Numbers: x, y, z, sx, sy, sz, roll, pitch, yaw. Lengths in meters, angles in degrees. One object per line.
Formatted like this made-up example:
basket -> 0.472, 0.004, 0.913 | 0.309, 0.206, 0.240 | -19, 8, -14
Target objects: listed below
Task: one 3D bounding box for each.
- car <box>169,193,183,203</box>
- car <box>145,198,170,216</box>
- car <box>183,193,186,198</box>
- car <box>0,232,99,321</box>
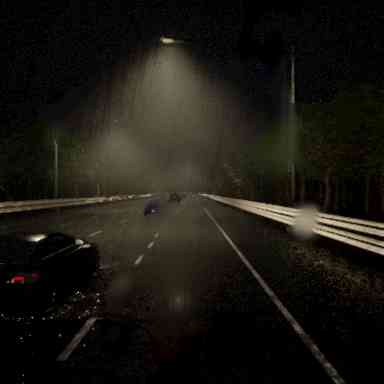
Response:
car -> -3.528, 1.193, 68.606 | 2.150, 2.045, 5.566 | 0, 0, 0
car -> -3.514, 1.537, 32.557 | 1.812, 1.442, 4.674 | 0, 0, 0
car -> -3.543, 1.427, 94.261 | 1.882, 1.535, 5.008 | 0, 0, 0
car -> -3.506, 1.568, 7.422 | 1.994, 1.385, 4.181 | 0, 0, 0
